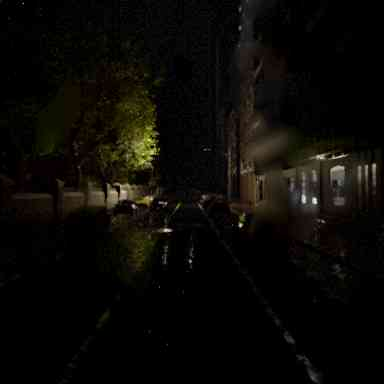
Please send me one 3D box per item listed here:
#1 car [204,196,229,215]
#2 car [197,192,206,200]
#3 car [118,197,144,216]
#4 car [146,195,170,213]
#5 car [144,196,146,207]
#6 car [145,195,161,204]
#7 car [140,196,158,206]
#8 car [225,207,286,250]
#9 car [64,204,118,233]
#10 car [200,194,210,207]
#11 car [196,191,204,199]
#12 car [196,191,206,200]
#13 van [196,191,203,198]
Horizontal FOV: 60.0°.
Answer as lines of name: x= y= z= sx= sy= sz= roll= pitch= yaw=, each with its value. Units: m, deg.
car: x=2.428 y=1.324 z=30.488 sx=1.887 sy=1.381 sz=4.507 roll=0 pitch=0 yaw=-1
car: x=2.226 y=1.153 z=53.212 sx=2.008 sy=1.369 sz=4.403 roll=0 pitch=0 yaw=-1
car: x=-5.953 y=1.372 z=30.435 sx=2.008 sy=1.369 sz=4.403 roll=0 pitch=0 yaw=-1
car: x=-3.302 y=1.284 z=34.271 sx=1.837 sy=1.490 sz=4.892 roll=0 pitch=0 yaw=-1
car: x=-6.051 y=1.261 z=41.629 sx=1.752 sy=1.417 sz=4.829 roll=0 pitch=0 yaw=-1
car: x=-6.154 y=1.195 z=53.165 sx=2.008 sy=1.369 sz=4.403 roll=0 pitch=0 yaw=-1
car: x=-6.103 y=1.241 z=47.482 sx=2.008 sy=1.369 sz=4.403 roll=0 pitch=0 yaw=-1
car: x=2.579 y=1.481 z=13.445 sx=1.802 sy=1.307 sz=4.206 roll=0 pitch=0 yaw=-1
car: x=-5.852 y=1.447 z=19.069 sx=1.887 sy=1.381 sz=4.507 roll=0 pitch=0 yaw=-1
car: x=2.327 y=1.259 z=41.849 sx=1.947 sy=1.339 sz=4.313 roll=0 pitch=0 yaw=-1
car: x=2.076 y=1.043 z=70.252 sx=1.802 sy=1.307 sz=4.206 roll=0 pitch=1 yaw=-1
car: x=2.026 y=0.726 z=75.933 sx=2.192 sy=1.841 sz=5.009 roll=0 pitch=1 yaw=-1
van: x=1.926 y=0.648 z=87.294 sx=1.690 sy=1.788 sz=3.998 roll=0 pitch=1 yaw=-1
